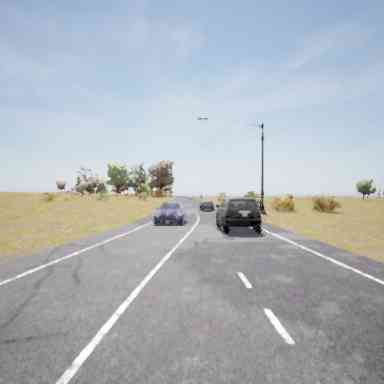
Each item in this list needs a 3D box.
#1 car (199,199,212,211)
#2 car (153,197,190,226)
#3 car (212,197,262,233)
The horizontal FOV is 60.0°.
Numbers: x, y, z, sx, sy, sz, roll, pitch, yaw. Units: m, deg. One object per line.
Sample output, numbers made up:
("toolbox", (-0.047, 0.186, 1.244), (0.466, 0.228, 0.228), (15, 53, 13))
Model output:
("car", (2.016, 1.745, 45.943), (2.128, 1.511, 4.902), (0, 0, -2))
("car", (-1.527, 1.471, 24.592), (2.097, 1.767, 4.553), (0, 0, 4))
("car", (2.777, 1.348, 20.663), (2.150, 2.045, 5.566), (0, 0, -2))
